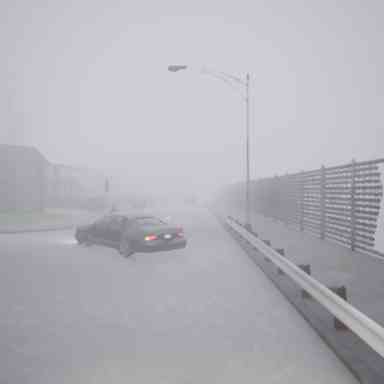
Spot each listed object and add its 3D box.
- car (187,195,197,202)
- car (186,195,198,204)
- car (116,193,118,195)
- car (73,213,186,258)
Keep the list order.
[{"bbox_3d":[-0.009,1.309,69.444,1.994,1.385,4.181,0,0,0],"label":"car"},{"bbox_3d":[-0.006,1.356,59.383,1.994,1.385,4.181,0,0,0],"label":"car"},{"bbox_3d":[-17.286,0.889,69.867,3.633,1.501,1.845,0,0,0],"label":"car"},{"bbox_3d":[-2.566,1.502,12.735,2.033,1.411,5.357,0,0,-44],"label":"car"}]
